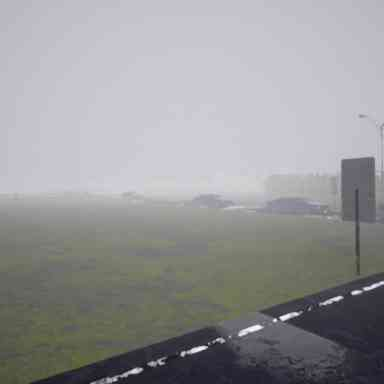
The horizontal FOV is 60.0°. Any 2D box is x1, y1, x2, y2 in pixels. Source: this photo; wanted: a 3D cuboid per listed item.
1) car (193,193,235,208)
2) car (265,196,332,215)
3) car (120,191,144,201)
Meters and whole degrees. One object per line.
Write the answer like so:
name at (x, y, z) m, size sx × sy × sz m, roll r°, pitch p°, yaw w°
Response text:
car at (2.193, 0.860, 35.879) m, size 2.033 × 1.411 × 5.357 m, roll -2°, pitch 2°, yaw -35°
car at (8.485, 1.020, 27.084) m, size 2.033 × 1.411 × 5.357 m, roll -2°, pitch 2°, yaw -35°
car at (-9.497, 0.550, 52.333) m, size 2.033 × 1.411 × 5.357 m, roll -2°, pitch 2°, yaw -35°
